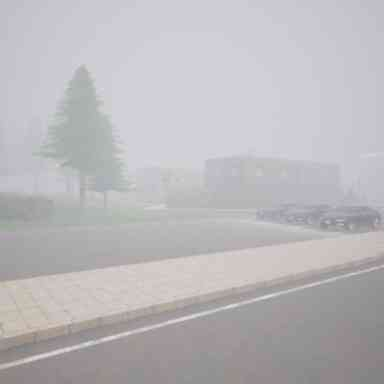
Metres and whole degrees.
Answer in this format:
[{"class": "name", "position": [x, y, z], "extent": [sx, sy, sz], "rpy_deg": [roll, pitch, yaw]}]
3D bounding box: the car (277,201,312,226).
[{"class": "car", "position": [8.779, 1.560, 24.303], "extent": [4.892, 1.490, 1.837], "rpy_deg": [1, 0, -35]}]

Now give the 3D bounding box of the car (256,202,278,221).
[{"class": "car", "position": [7.393, 1.562, 27.601], "extent": [4.892, 1.490, 1.837], "rpy_deg": [1, 0, -35]}]

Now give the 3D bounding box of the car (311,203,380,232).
[{"class": "car", "position": [9.926, 1.556, 20.833], "extent": [4.892, 1.490, 1.837], "rpy_deg": [1, 0, -35]}]
